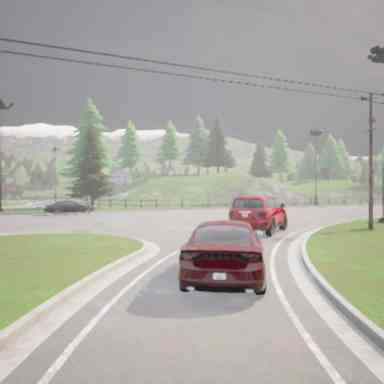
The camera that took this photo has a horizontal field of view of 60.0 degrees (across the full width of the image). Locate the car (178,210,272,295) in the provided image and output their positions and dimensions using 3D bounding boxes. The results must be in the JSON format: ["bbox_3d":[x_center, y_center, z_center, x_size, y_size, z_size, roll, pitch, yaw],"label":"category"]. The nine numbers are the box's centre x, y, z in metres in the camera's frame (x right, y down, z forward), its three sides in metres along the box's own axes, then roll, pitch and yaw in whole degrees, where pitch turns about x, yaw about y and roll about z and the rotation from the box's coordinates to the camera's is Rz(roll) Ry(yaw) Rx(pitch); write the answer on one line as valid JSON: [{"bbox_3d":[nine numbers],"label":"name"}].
[{"bbox_3d":[0.880,1.477,8.853,1.882,1.535,5.008,0,0,8],"label":"car"}]

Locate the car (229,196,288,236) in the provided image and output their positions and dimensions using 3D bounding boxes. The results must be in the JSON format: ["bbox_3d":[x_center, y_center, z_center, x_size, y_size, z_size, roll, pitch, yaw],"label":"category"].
[{"bbox_3d":[3.768,1.221,18.501,2.150,2.045,5.566,0,0,27],"label":"car"}]

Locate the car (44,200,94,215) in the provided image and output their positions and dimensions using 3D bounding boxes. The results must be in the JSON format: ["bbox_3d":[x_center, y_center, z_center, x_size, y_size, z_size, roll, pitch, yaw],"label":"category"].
[{"bbox_3d":[-12.231,1.524,33.180,4.674,1.442,1.812,0,0,-25],"label":"car"}]
